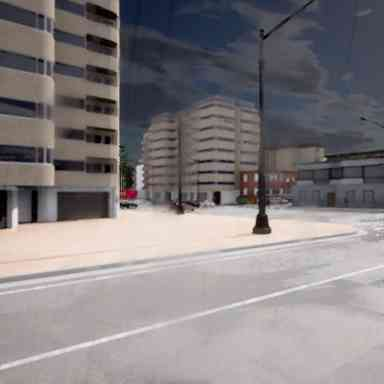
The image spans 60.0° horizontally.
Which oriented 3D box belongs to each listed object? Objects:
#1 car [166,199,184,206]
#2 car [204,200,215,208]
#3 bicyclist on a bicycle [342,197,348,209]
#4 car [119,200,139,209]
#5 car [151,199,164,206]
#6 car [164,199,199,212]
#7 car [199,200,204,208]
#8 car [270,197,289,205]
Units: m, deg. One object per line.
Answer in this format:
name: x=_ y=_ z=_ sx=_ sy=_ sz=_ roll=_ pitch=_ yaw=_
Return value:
car: x=-3.728 y=2.266 z=72.171 sx=1.812 sy=1.442 sz=4.674 roll=0 pitch=0 yaw=-37
car: x=2.491 y=2.325 z=63.965 sx=1.812 sy=1.442 sz=4.674 roll=0 pitch=-1 yaw=-36
bicyclist on a bicycle: x=21.986 y=1.575 z=47.683 sx=1.656 sy=1.620 sz=0.582 roll=0 pitch=-1 yaw=-37
car: x=-11.433 y=2.193 z=59.112 sx=2.033 sy=1.411 sz=5.357 roll=0 pitch=-1 yaw=-37
car: x=-6.528 y=2.277 z=70.071 sx=2.033 sy=1.411 sz=5.357 roll=0 pitch=0 yaw=-37
car: x=-1.536 y=2.046 z=45.761 sx=1.812 sy=1.442 sz=4.674 roll=0 pitch=-1 yaw=-37
car: x=-0.375 y=2.300 z=61.949 sx=1.837 sy=1.490 sz=4.892 roll=0 pitch=-1 yaw=-36
car: x=18.052 y=1.868 z=68.928 sx=1.970 sy=1.475 sz=3.806 roll=0 pitch=-1 yaw=-37
